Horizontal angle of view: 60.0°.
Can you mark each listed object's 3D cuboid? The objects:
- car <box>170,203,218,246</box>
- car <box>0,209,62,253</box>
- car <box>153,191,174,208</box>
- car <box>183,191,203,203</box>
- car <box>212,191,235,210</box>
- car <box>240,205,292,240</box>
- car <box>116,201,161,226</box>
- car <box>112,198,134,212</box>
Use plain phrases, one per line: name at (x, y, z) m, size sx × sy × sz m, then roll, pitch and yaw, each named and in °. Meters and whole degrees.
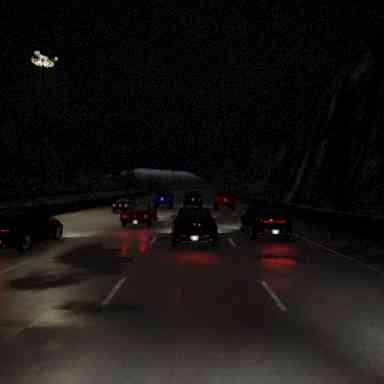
car at (0.100, 1.449, 14.879) m, size 1.837 × 1.490 × 4.892 m, roll 0°, pitch 0°, yaw 0°
car at (-6.900, 1.459, 13.465) m, size 1.837 × 1.490 × 4.892 m, roll 0°, pitch 0°, yaw 0°
car at (-3.403, 0.882, 40.496) m, size 2.150 × 2.045 × 5.566 m, roll 0°, pitch 1°, yaw 0°
car at (0.099, 0.908, 38.793) m, size 2.150 × 2.045 × 5.566 m, roll 0°, pitch 1°, yaw 0°
car at (3.599, 0.913, 38.429) m, size 2.150 × 2.045 × 5.566 m, roll 0°, pitch 1°, yaw 0°
car at (3.600, 1.437, 16.744) m, size 1.837 × 1.490 × 4.892 m, roll 0°, pitch 0°, yaw 0°
car at (-3.400, 1.489, 22.169) m, size 1.895 × 1.301 × 4.718 m, roll 0°, pitch 1°, yaw 0°
car at (-6.901, 1.294, 34.507) m, size 2.033 × 1.411 × 5.357 m, roll 0°, pitch 1°, yaw 0°
